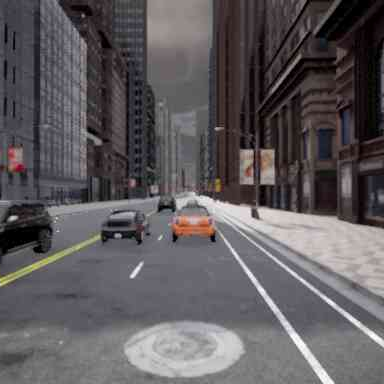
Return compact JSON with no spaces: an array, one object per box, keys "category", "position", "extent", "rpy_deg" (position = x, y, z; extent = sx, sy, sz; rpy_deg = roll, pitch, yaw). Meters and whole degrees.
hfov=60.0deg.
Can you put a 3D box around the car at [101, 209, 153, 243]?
[{"category":"car","position":[-3.155,1.619,16.585],"extent":[1.837,1.490,4.892],"rpy_deg":[0,0,0]}]

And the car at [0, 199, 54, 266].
[{"category":"car","position":[-6.587,1.293,11.051],"extent":[2.150,2.045,5.566],"rpy_deg":[0,0,0]}]

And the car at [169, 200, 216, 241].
[{"category":"car","position":[0.093,1.471,17.602],"extent":[2.097,1.767,4.553],"rpy_deg":[0,-1,0]}]

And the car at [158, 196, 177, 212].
[{"category":"car","position":[-3.169,1.536,43.265],"extent":[2.150,2.045,5.566],"rpy_deg":[0,0,0]}]

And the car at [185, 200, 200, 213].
[{"category":"car","position":[0.083,1.825,43.896],"extent":[1.837,1.490,4.892],"rpy_deg":[0,0,0]}]
